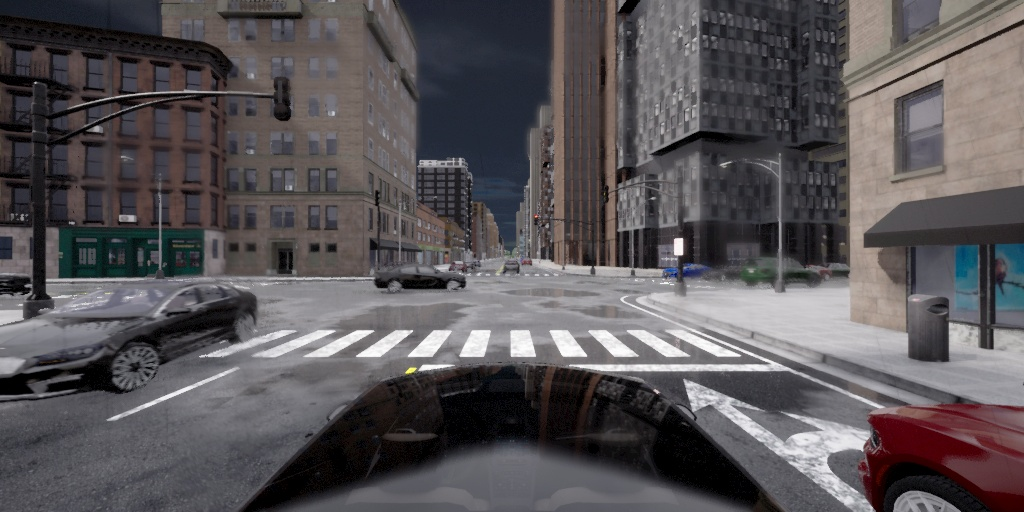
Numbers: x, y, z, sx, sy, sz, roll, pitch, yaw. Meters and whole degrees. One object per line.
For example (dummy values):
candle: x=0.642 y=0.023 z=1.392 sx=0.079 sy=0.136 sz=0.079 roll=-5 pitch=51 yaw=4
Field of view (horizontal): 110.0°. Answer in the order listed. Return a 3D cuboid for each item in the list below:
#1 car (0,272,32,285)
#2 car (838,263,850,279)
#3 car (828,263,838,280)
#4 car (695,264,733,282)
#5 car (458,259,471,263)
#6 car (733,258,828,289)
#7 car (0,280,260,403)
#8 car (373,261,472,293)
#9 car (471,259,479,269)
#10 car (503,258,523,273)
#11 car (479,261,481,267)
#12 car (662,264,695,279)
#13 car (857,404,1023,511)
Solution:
car: x=-22.698 y=0.958 z=14.329 sx=5.008 sy=1.535 sz=1.882 roll=1 pitch=0 yaw=-17
car: x=35.018 y=1.570 z=39.628 sx=4.553 sy=1.767 sz=2.097 roll=1 pitch=0 yaw=-13
car: x=28.330 y=1.593 z=34.605 sx=5.008 sy=1.535 sz=1.882 roll=1 pitch=0 yaw=-15
car: x=19.279 y=1.514 z=32.033 sx=4.892 sy=1.490 sz=1.837 roll=1 pitch=0 yaw=-17
car: x=-6.672 y=1.284 z=44.709 sx=1.812 sy=1.442 sz=4.674 roll=0 pitch=0 yaw=0
car: x=18.581 y=1.168 z=24.832 sx=5.566 sy=2.045 sz=2.150 roll=1 pitch=-1 yaw=-18
car: x=-6.683 y=1.241 z=6.619 sx=2.128 sy=1.511 sz=4.902 roll=1 pitch=0 yaw=-10
car: x=-5.080 y=1.207 z=20.071 sx=5.008 sy=1.535 sz=1.882 roll=1 pitch=0 yaw=-19
car: x=-6.683 y=1.252 z=54.670 sx=2.128 sy=1.511 sz=4.902 roll=0 pitch=0 yaw=0
car: x=-0.053 y=1.249 z=44.070 sx=2.128 sy=1.511 sz=4.902 roll=0 pitch=0 yaw=1
car: x=-6.673 y=1.326 z=64.632 sx=1.994 sy=1.385 sz=4.181 roll=0 pitch=0 yaw=0
car: x=17.027 y=1.487 z=34.776 sx=5.008 sy=1.535 sz=1.882 roll=1 pitch=0 yaw=-16
car: x=3.353 y=1.228 z=0.406 sx=1.882 sy=1.535 sz=5.008 roll=0 pitch=0 yaw=0
